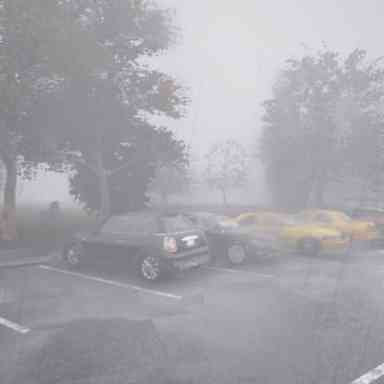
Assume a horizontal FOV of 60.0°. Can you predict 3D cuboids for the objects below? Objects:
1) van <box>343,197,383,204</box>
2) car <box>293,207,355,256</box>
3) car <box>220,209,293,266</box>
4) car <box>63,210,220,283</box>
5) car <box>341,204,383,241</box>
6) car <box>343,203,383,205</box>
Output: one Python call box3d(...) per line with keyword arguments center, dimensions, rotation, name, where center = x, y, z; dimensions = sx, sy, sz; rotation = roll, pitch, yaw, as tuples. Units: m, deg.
box3d(center=(10.319, 1.242, 18.383), dimensions=(4.442, 1.987, 1.878), rotation=(-1, 0, 36), name="van")
box3d(center=(3.240, 1.479, 13.173), dimensions=(5.366, 1.575, 1.946), rotation=(-1, -1, 35), name="car")
box3d(center=(0.642, 1.487, 11.591), dimensions=(4.892, 1.521, 2.231), rotation=(-1, -1, 35), name="car")
box3d(center=(-1.767, 1.360, 9.865), dimensions=(4.553, 1.767, 2.185), rotation=(-1, -1, 35), name="car")
box3d(center=(5.382, 1.479, 15.072), dimensions=(5.366, 1.575, 1.946), rotation=(-1, 0, 35), name="car")
box3d(center=(7.952, 1.504, 16.657), dimensions=(4.792, 1.488, 2.163), rotation=(-1, 0, 35), name="car")
